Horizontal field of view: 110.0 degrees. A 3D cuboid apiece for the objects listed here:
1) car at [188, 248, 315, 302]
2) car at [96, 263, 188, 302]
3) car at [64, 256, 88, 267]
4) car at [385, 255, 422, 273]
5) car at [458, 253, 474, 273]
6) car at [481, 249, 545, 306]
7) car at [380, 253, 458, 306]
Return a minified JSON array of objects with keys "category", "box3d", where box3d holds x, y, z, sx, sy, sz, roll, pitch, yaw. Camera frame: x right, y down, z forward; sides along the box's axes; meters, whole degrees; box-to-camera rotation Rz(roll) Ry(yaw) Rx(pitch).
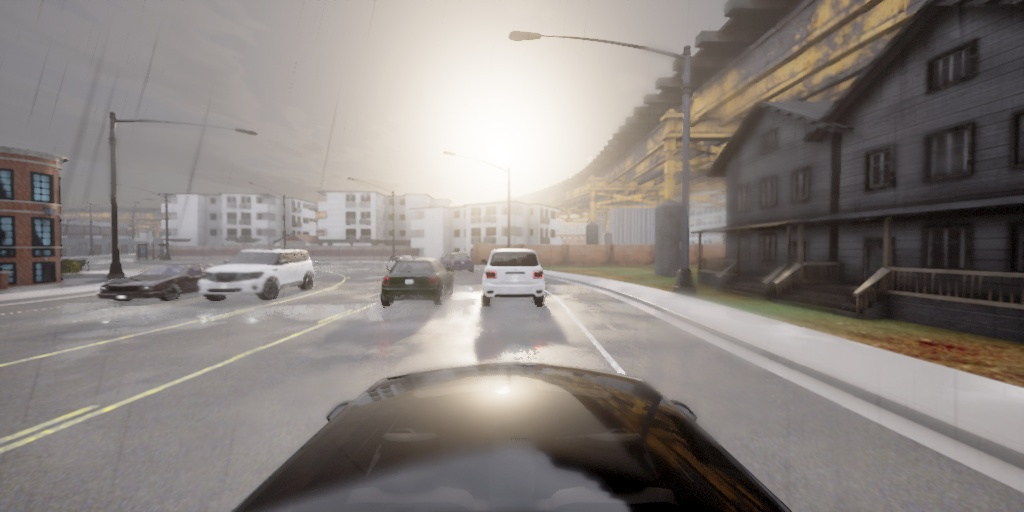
[{"category":"car","box3d":[-10.638,0.692,15.598,2.150,2.045,5.566,0,1,-7]},{"category":"car","box3d":[-14.148,1.020,15.393,2.033,1.411,5.357,0,1,-6]},{"category":"car","box3d":[-49.169,0.601,38.917,4.718,1.301,1.895,0,1,2]},{"category":"car","box3d":[-9.772,0.670,32.084,1.812,1.442,4.674,0,1,-36]},{"category":"car","box3d":[-5.060,0.515,31.187,2.097,1.767,4.553,-1,1,-29]},{"category":"car","box3d":[-0.051,0.722,14.349,2.150,2.045,5.566,0,1,-3]},{"category":"car","box3d":[-3.554,0.852,14.223,2.097,1.767,4.553,0,1,-3]}]
